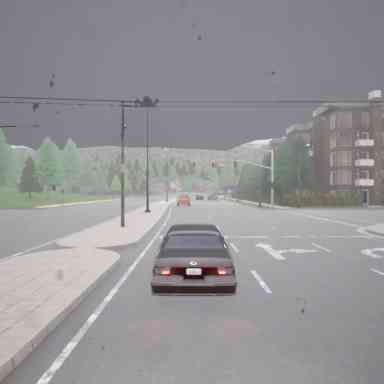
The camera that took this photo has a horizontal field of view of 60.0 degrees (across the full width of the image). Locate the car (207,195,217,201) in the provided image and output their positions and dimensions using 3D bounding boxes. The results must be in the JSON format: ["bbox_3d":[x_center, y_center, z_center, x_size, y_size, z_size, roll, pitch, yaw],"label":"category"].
[{"bbox_3d":[5.477,1.534,85.403,2.033,1.411,5.357,0,0,0],"label":"car"}]

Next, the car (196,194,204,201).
[{"bbox_3d":[1.977,1.472,85.396,1.882,1.535,5.008,0,0,0],"label":"car"}]

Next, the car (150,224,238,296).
[{"bbox_3d":[0.042,1.547,8.787,2.033,1.411,5.357,0,0,0],"label":"car"}]

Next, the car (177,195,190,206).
[{"bbox_3d":[-1.359,1.348,54.532,2.097,1.767,4.553,0,0,-1],"label":"car"}]

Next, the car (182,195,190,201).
[{"bbox_3d":[-1.523,1.518,85.357,1.812,1.442,4.674,0,0,0],"label":"car"}]
